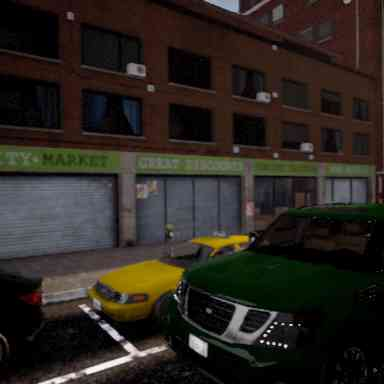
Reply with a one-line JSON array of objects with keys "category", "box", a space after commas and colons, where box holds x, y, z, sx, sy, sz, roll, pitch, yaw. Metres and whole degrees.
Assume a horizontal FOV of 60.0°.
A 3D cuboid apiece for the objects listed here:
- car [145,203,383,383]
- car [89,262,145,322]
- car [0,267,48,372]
[{"category": "car", "box": [2.312, 1.220, 5.021, 5.566, 2.045, 2.150, 0, 0, -36]}, {"category": "car", "box": [0.407, 1.524, 6.864, 4.829, 1.417, 1.752, 0, -1, -35]}, {"category": "car", "box": [-3.953, 1.566, 3.756, 4.313, 1.339, 1.947, 0, -1, -35]}]
